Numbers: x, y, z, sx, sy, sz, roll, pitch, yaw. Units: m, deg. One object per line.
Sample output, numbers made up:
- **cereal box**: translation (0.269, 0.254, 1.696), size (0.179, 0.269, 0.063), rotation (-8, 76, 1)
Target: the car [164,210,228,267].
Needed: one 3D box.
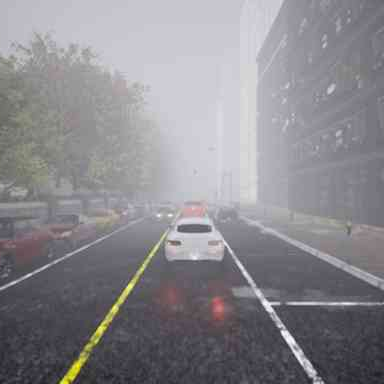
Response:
- **car**: translation (0.087, 1.586, 11.547), size (1.812, 1.442, 4.674), rotation (0, 0, 0)

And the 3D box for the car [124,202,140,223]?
- **car**: translation (-5.670, 1.580, 26.337), size (1.967, 1.590, 4.097), rotation (0, 0, 0)

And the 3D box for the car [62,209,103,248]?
- **car**: translation (-5.678, 1.662, 15.259), size (1.802, 1.307, 4.206), rotation (0, 0, 0)

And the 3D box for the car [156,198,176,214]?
- **car**: translation (-3.058, 1.758, 39.060), size (2.033, 1.411, 5.357), rotation (0, 0, 0)

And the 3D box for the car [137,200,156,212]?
- **car**: translation (-5.788, 1.777, 42.952), size (1.887, 1.381, 4.507), rotation (0, 0, 0)

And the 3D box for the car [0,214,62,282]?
- **car**: translation (-5.681, 1.491, 9.721), size (1.967, 1.590, 4.097), rotation (0, 0, 0)

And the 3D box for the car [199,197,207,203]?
- **car**: translation (2.751, 2.065, 86.496), size (1.947, 1.339, 4.313), rotation (0, 0, 0)

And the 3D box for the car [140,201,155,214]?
- **car**: translation (-5.740, 1.752, 37.412), size (2.008, 1.369, 4.403), rotation (0, 0, 0)

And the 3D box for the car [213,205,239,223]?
- **car**: translation (2.710, 1.691, 26.333), size (2.008, 1.369, 4.403), rotation (0, 0, 0)

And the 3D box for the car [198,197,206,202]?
- **car**: translation (2.755, 2.102, 92.129), size (1.947, 1.339, 4.313), rotation (0, 0, 0)

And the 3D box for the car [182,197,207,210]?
- **car**: translation (0.111, 1.518, 31.245), size (2.097, 1.767, 4.553), rotation (0, 0, 0)

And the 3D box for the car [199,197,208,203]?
- **car**: translation (2.747, 2.029, 80.864), size (1.947, 1.339, 4.313), rotation (0, 0, 0)

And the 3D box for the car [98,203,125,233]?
- **car**: translation (-5.674, 1.634, 20.627), size (1.752, 1.417, 4.829), rotation (0, 0, 0)

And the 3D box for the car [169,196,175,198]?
- **car**: translation (-5.630, 2.081, 86.502), size (1.802, 1.307, 4.206), rotation (0, 0, 0)
